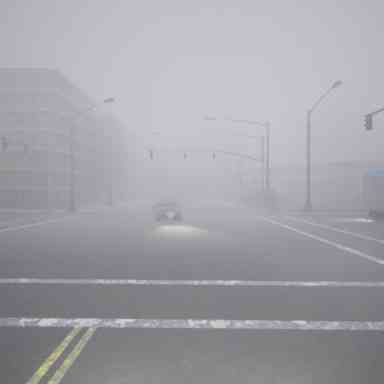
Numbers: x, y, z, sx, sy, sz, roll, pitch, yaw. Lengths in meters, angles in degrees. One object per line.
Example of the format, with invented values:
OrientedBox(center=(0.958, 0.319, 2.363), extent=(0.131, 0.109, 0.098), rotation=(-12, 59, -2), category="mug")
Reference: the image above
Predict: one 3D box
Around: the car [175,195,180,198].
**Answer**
OrientedBox(center=(-3.548, 1.543, 56.971), extent=(1.994, 1.385, 4.181), rotation=(0, 0, 0), category="car")

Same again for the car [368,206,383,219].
OrientedBox(center=(16.420, 1.555, 26.479), extent=(4.181, 1.385, 1.994), rotation=(0, 0, 0), category="car")

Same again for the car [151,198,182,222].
OrientedBox(center=(-2.033, 1.455, 25.652), extent=(2.128, 1.511, 4.902), rotation=(0, 0, -13), category="car")

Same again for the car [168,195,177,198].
OrientedBox(center=(-3.563, 1.533, 45.468), extent=(2.033, 1.411, 5.357), rotation=(0, 0, 0), category="car")
